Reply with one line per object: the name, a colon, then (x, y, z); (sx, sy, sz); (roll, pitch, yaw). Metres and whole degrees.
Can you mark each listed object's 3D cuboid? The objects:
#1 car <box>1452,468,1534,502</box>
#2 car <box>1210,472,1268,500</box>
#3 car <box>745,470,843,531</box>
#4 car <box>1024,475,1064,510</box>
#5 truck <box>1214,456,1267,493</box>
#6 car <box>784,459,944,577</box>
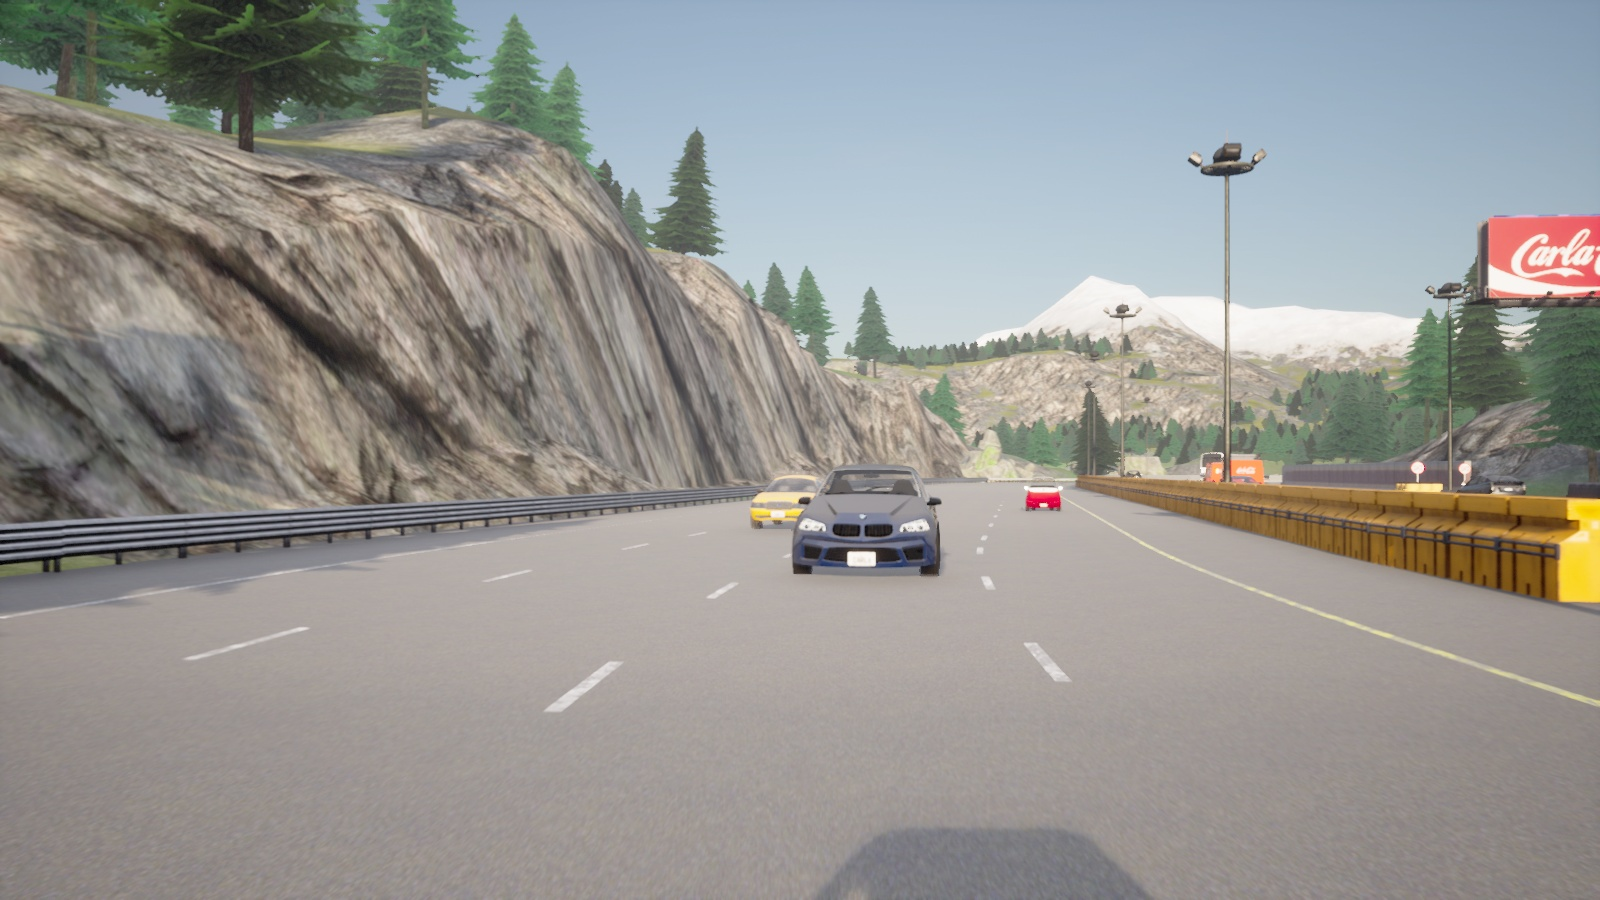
car: (32.622, 1.627, 59.282); (2.007, 1.525, 4.514); (0, -1, 10)
car: (23.244, 1.887, 66.644); (2.033, 1.411, 5.357); (0, -1, 10)
car: (-0.071, 1.336, 34.789); (1.801, 1.575, 5.366); (0, -1, 10)
car: (9.649, 1.664, 49.737); (1.481, 1.376, 2.207); (0, -1, 10)
truck: (30.213, 1.659, 86.350); (2.627, 2.467, 5.204); (0, -1, 10)
car: (1.158, 0.988, 20.141); (2.242, 1.667, 4.611); (0, -1, 7)
